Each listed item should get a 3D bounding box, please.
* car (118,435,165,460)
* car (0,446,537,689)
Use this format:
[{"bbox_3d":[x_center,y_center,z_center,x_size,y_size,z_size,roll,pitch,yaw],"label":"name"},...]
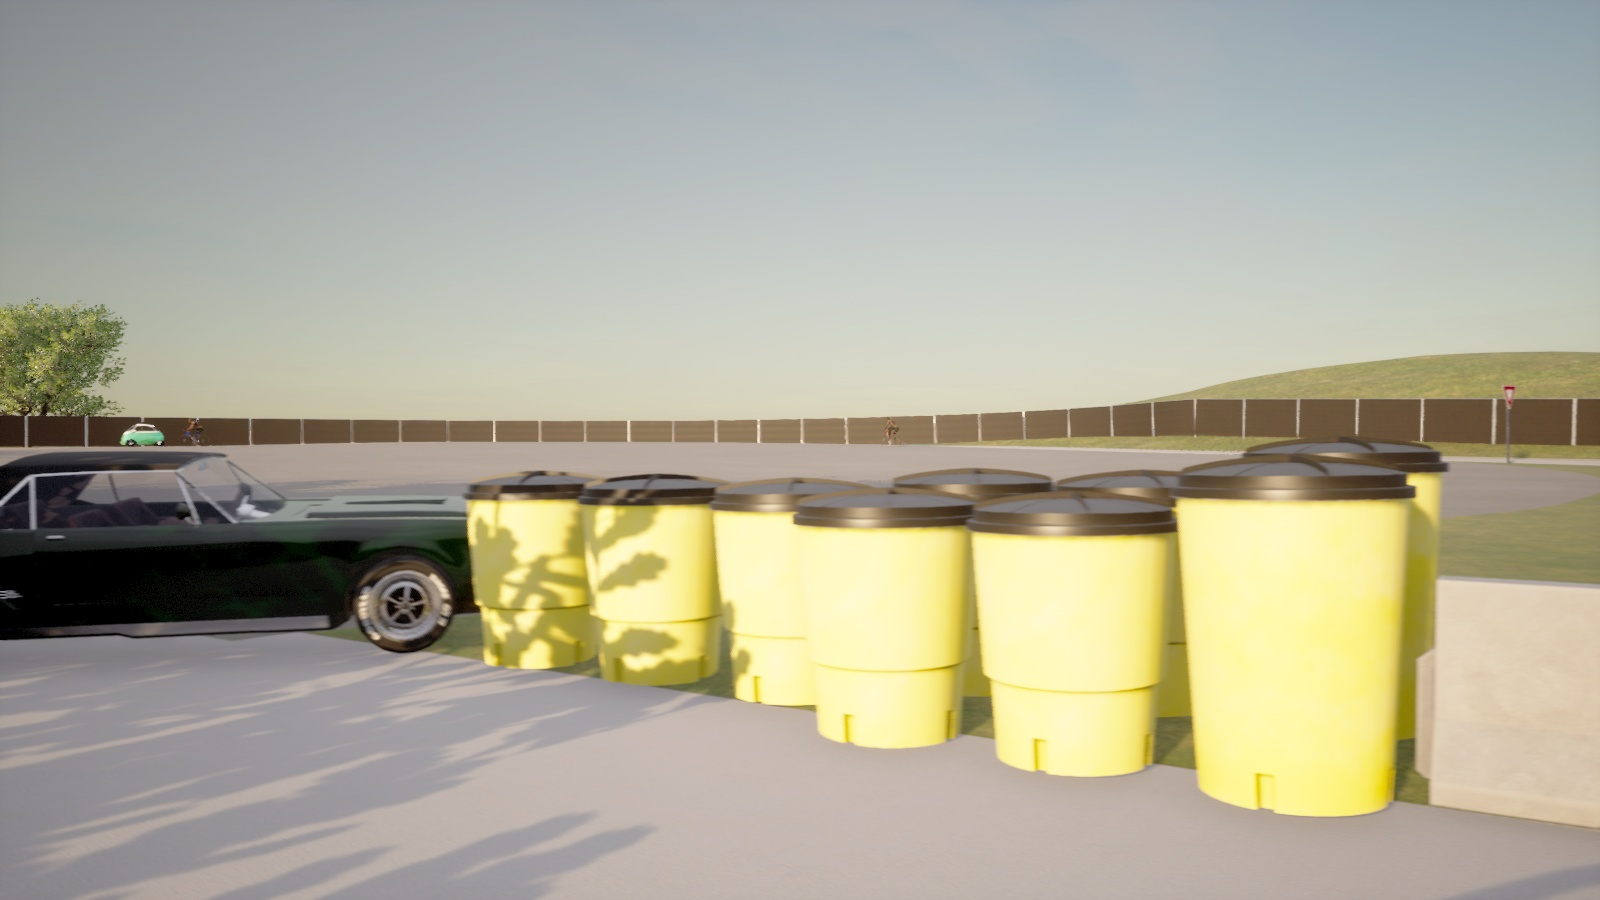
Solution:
[{"bbox_3d":[-38.254,-0.132,72.975,2.207,1.376,1.481,-2,0,-35],"label":"car"},{"bbox_3d":[-4.281,0.739,8.769,4.718,1.301,1.895,-2,3,-13],"label":"car"}]
